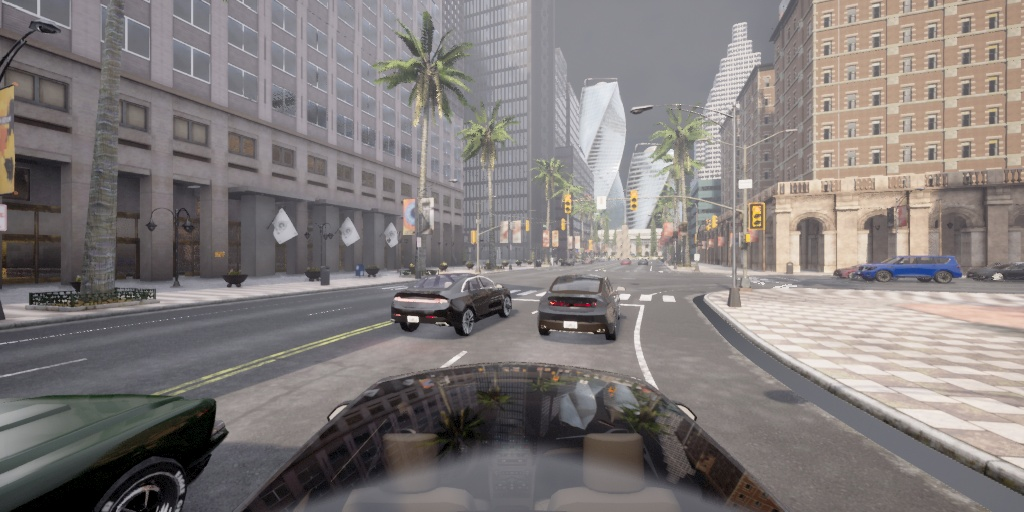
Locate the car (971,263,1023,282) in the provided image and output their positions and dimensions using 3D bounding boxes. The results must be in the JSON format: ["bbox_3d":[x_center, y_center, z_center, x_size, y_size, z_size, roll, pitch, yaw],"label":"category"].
[{"bbox_3d":[38.609,1.254,27.531,4.892,1.490,1.837,0,0,21],"label":"car"}]

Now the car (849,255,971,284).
[{"bbox_3d":[29.878,0.971,27.201,5.566,2.045,2.150,0,0,21],"label":"car"}]

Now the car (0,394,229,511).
[{"bbox_3d":[-3.312,1.351,0.814,1.895,1.301,4.718,0,0,1],"label":"car"}]

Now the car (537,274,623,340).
[{"bbox_3d":[2.042,1.255,10.123,1.837,1.490,4.892,0,0,18],"label":"car"}]

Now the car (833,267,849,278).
[{"bbox_3d":[30.394,1.314,30.759,4.181,1.385,1.994,0,0,21],"label":"car"}]

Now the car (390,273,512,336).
[{"bbox_3d":[-1.482,1.242,10.541,2.128,1.511,4.902,0,0,19],"label":"car"}]
